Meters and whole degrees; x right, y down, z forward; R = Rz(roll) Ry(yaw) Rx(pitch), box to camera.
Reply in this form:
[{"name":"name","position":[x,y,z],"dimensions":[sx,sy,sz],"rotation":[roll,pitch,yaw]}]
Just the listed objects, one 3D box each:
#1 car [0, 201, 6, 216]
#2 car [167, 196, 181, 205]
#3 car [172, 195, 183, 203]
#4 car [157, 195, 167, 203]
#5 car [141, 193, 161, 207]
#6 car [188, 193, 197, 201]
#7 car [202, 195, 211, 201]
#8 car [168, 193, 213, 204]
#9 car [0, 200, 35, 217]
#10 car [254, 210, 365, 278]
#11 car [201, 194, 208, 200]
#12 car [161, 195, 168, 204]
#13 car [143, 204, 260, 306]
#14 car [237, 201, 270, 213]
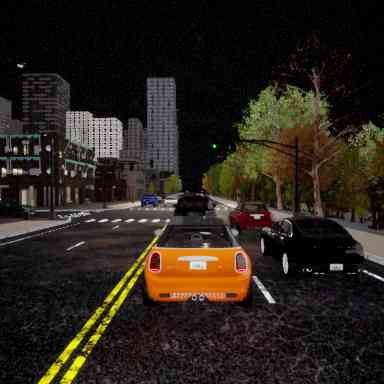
[{"name":"car","position":[-19.899,1.812,30.314],"dimensions":[4.313,1.339,1.947],"rotation":[-1,1,0]},{"name":"car","position":[-3.211,1.474,60.618],"dimensions":[2.128,1.511,4.902],"rotation":[0,0,0]},{"name":"car","position":[-3.121,1.503,71.058],"dimensions":[2.128,1.511,4.902],"rotation":[0,0,0]},{"name":"car","position":[-6.371,1.478,71.496],"dimensions":[1.837,1.490,4.892],"rotation":[0,0,0]},{"name":"car","position":[-6.497,1.208,51.317],"dimensions":[2.150,2.045,5.566],"rotation":[0,0,0]},{"name":"car","position":[0.146,1.190,80.742],"dimensions":[2.150,2.045,5.566],"rotation":[0,0,0]},{"name":"car","position":[3.396,1.505,80.707],"dimensions":[2.033,1.411,5.357],"rotation":[0,0,0]},{"name":"car","position":[0.134,1.218,17.736],"dimensions":[2.150,2.045,5.566],"rotation":[0,0,0]},{"name":"car","position":[-18.056,1.550,32.986],"dimensions":[4.553,1.767,2.097],"rotation":[-1,1,1]},{"name":"car","position":[3.369,1.503,10.162],"dimensions":[1.837,1.490,4.892],"rotation":[0,0,0]},{"name":"car","position":[3.415,1.324,91.125],"dimensions":[1.812,1.442,4.674],"rotation":[0,0,0]},{"name":"car","position":[-3.251,1.512,50.966],"dimensions":[1.812,1.442,4.674],"rotation":[0,0,0]},{"name":"car","position":[0.115,1.350,8.164],"dimensions":[2.097,1.767,4.553],"rotation":[0,0,0]},{"name":"car","position":[3.386,1.348,19.410],"dimensions":[2.097,1.767,4.553],"rotation":[0,0,0]}]
